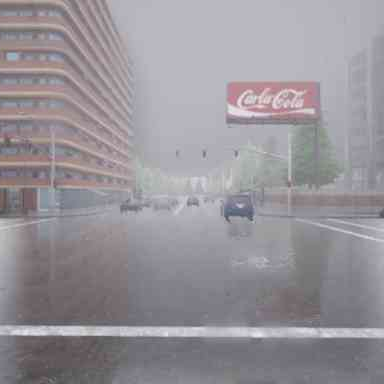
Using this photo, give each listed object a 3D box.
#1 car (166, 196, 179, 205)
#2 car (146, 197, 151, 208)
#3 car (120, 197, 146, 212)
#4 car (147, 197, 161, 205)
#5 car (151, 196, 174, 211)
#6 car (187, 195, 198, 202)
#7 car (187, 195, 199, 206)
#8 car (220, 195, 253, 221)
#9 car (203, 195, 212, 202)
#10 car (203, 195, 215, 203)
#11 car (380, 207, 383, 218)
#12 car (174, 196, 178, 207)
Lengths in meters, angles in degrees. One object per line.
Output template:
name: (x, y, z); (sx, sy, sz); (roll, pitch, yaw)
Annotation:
car: (-3.488, 1.508, 60.301); (1.882, 1.535, 5.008); (0, 0, 0)
car: (-7.025, 1.516, 48.320); (2.128, 1.511, 4.902); (0, 0, 0)
car: (-7.038, 1.497, 38.854); (1.882, 1.535, 5.008); (0, 0, 0)
car: (-6.975, 1.632, 61.335); (1.895, 1.301, 4.718); (0, 0, 1)
car: (-3.533, 1.546, 40.502); (1.812, 1.442, 4.674); (0, 0, 0)
car: (0.101, 1.565, 78.813); (2.128, 1.511, 4.902); (0, 0, -6)
car: (0.171, 1.519, 55.266); (2.128, 1.511, 4.902); (0, 0, 0)
car: (3.635, 1.235, 27.509); (2.150, 2.045, 5.566); (0, 0, 0)
car: (3.601, 1.511, 78.746); (1.812, 1.442, 4.674); (0, 0, 0)
car: (3.589, 1.387, 69.923); (2.097, 1.767, 4.553); (0, 0, 0)
car: (16.301, 1.234, 23.289); (5.566, 2.045, 2.150); (0, 0, 0)
car: (-3.516, 1.589, 49.262); (1.994, 1.385, 4.181); (0, 0, 1)
